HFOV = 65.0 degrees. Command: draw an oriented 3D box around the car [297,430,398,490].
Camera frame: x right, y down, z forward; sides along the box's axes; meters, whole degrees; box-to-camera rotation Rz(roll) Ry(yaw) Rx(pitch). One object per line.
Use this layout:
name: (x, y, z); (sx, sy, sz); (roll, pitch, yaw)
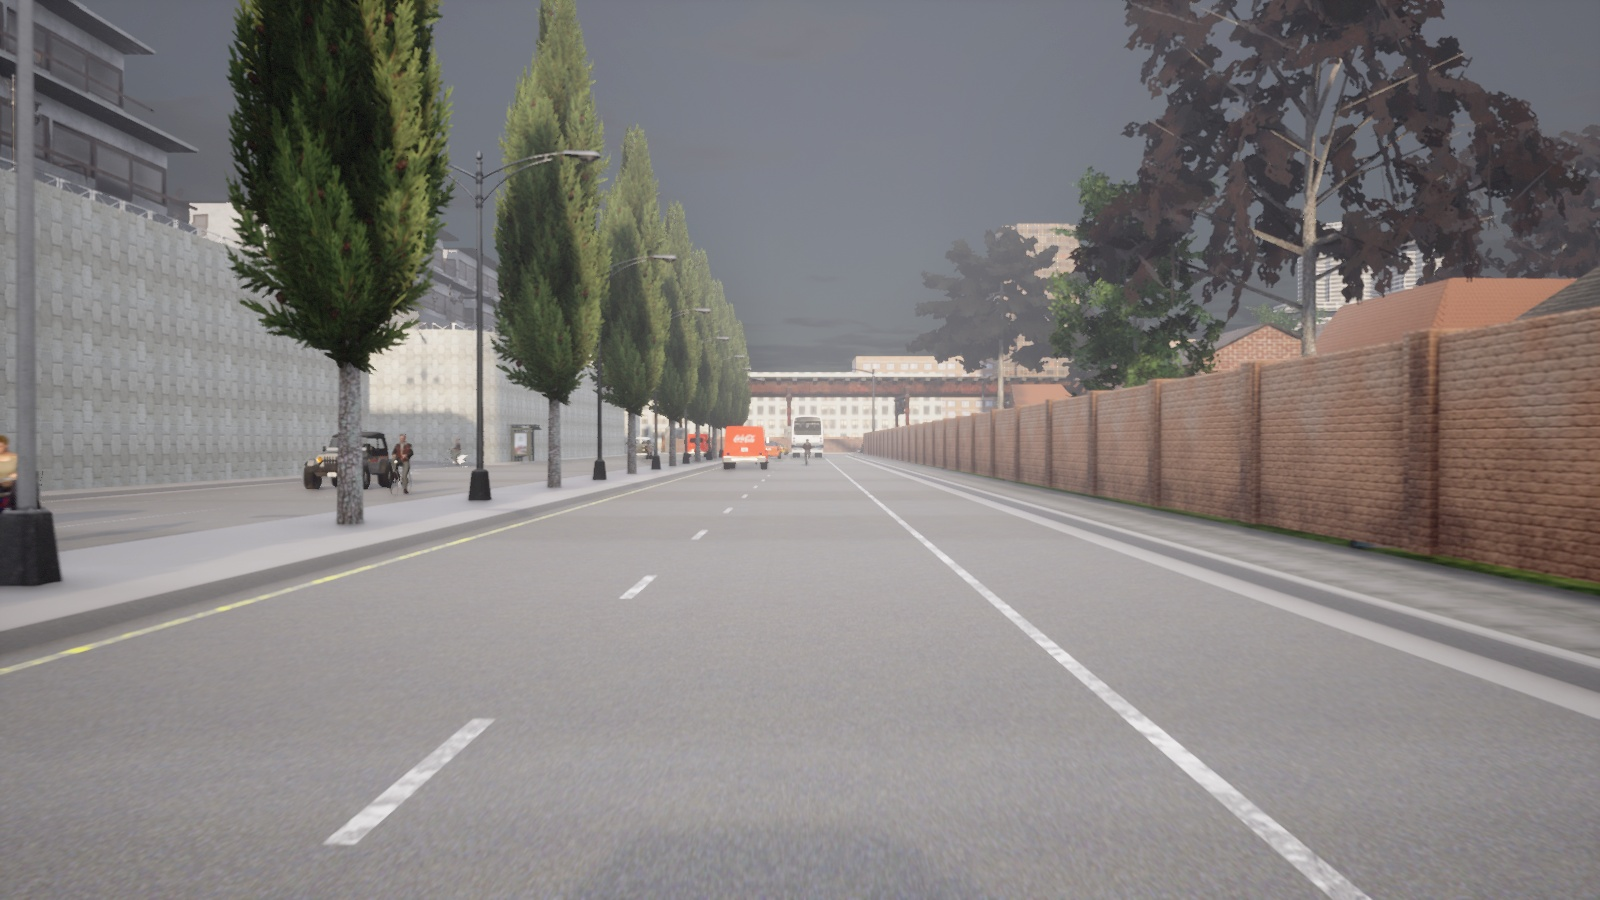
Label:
car: (-14.751, 0.299, 41.151); (1.905, 1.878, 3.866); (0, 0, 0)

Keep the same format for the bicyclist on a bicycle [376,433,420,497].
bicyclist on a bicycle: (-11.284, 0.409, 35.304); (0.659, 1.776, 1.843); (0, 0, 0)

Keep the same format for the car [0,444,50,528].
car: (-14.864, 0.628, 21.247); (1.816, 1.474, 4.193); (0, 0, 0)

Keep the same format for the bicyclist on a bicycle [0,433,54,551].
bicyclist on a bicycle: (-11.379, 0.574, 17.652); (0.866, 1.612, 1.509); (0, 0, 1)

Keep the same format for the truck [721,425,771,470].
truck: (-3.073, -0.151, 72.498); (2.627, 2.467, 5.204); (0, 0, 0)
